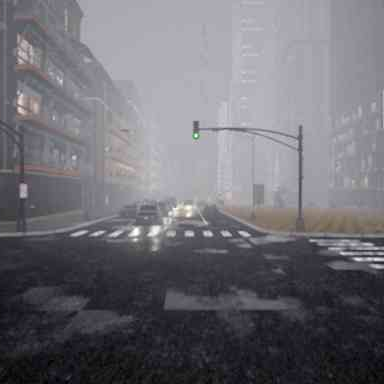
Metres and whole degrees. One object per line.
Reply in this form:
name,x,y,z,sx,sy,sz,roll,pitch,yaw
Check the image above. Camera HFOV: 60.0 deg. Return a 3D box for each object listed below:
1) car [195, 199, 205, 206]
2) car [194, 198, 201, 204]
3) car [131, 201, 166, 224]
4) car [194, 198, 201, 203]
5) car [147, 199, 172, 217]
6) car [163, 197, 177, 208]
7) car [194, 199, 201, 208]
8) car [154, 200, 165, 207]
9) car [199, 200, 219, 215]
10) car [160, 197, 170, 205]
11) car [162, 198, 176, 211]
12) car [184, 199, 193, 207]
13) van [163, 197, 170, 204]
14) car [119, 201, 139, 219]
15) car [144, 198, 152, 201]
car,1.757,2.299,72.896,1.887,1.381,4.507,-1,-1,-1
car,1.552,2.461,90.012,1.752,1.417,4.829,-1,-1,-1
car,-3.445,1.769,27.204,1.837,1.490,4.892,0,-1,-1
car,1.488,2.539,95.489,1.887,1.381,4.507,-1,-1,-1
car,-3.555,1.840,36.750,1.882,1.535,5.008,0,-1,-1
car,-3.741,1.796,57.190,2.150,2.045,5.566,0,-1,0
car,1.892,2.186,61.599,2.008,1.369,4.403,-1,-1,-1
car,-6.522,2.254,67.091,1.802,1.307,4.206,-1,-1,-1
car,2.160,1.945,39.007,1.887,1.381,4.507,-1,-1,-1
car,-6.727,2.166,84.039,2.192,1.841,5.009,-1,-1,-1
car,-3.666,1.990,46.631,1.812,1.442,4.674,0,-1,0
car,-0.726,2.171,67.692,1.882,1.535,5.008,0,-1,-1
van,-6.793,2.252,89.685,1.690,1.788,3.998,-1,-1,-1
car,-6.118,1.864,33.202,1.887,1.381,4.507,-1,-1,-1
car,-6.187,1.817,38.851,1.967,1.590,4.097,-1,-1,-1
